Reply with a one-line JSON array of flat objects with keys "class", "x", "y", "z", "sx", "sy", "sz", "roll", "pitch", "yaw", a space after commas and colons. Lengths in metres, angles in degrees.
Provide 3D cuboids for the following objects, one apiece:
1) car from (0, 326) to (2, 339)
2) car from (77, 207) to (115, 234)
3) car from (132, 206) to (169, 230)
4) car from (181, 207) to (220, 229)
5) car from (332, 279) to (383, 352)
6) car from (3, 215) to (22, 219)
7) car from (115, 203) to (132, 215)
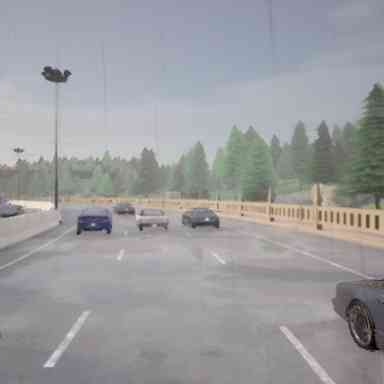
[{"class": "car", "x": -3.643, "y": 1.600, "z": 3.021, "sx": 1.994, "sy": 1.385, "sz": 4.181, "roll": 0, "pitch": -1, "yaw": -2}, {"class": "car", "x": -5.968, "y": 1.680, "z": 20.708, "sx": 1.882, "sy": 1.535, "sz": 5.008, "roll": 0, "pitch": -1, "yaw": -12}, {"class": "car", "x": -2.862, "y": 1.816, "z": 22.905, "sx": 1.895, "sy": 1.301, "sz": 4.718, "roll": 0, "pitch": -1, "yaw": -13}, {"class": "car", "x": 0.515, "y": 1.779, "z": 23.581, "sx": 1.994, "sy": 1.385, "sz": 4.181, "roll": 0, "pitch": -1, "yaw": -13}, {"class": "car", "x": 3.414, "y": 1.572, "z": 3.255, "sx": 2.033, "sy": 1.411, "sz": 5.357, "roll": 0, "pitch": 0, "yaw": -3}, {"class": "car", "x": -15.433, "y": 1.767, "z": 28.108, "sx": 1.882, "sy": 1.535, "sz": 5.008, "roll": 0, "pitch": -1, "yaw": -18}, {"class": "car", "x": -7.926, "y": 1.932, "z": 38.535, "sx": 1.994, "sy": 1.385, "sz": 4.181, "roll": 0, "pitch": -1, "yaw": -22}]
